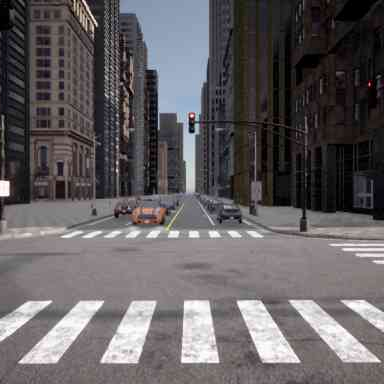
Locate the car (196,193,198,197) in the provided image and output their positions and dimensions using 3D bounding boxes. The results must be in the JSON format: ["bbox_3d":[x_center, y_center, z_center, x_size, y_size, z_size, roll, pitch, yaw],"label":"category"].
[{"bbox_3d":[2.740,1.560,87.367,1.752,1.417,4.829,0,0,0],"label":"car"}]

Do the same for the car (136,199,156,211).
[{"bbox_3d":[-5.775,1.571,42.062,1.947,1.339,4.313,0,0,0],"label":"car"}]

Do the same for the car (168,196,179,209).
[{"bbox_3d":[-3.087,1.553,42.902,2.033,1.411,5.357,0,0,0],"label":"car"}]

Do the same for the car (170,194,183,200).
[{"bbox_3d":[-3.029,1.501,53.015,2.128,1.511,4.902,0,0,0],"label":"car"}]

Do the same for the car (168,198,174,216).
[{"bbox_3d":[-3.100,1.604,33.148,1.895,1.301,4.718,0,0,0],"label":"car"}]

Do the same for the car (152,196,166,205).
[{"bbox_3d":[-5.779,1.452,58.983,1.967,1.590,4.097,0,0,0],"label":"car"}]

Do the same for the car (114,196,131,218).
[{"bbox_3d":[-5.772,1.317,30.780,2.192,1.841,5.009,0,0,0],"label":"car"}]

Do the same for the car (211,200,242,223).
[{"bbox_3d":[2.754,1.552,25.150,2.008,1.369,4.403,0,0,0],"label":"car"}]

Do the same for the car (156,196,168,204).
[{"bbox_3d":[-5.780,1.541,64.454,1.752,1.417,4.829,0,0,0],"label":"car"}]

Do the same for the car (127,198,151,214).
[{"bbox_3d":[-5.774,1.444,36.421,1.967,1.590,4.097,0,0,0],"label":"car"}]

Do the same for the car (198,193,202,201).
[{"bbox_3d":[2.745,1.456,64.635,1.967,1.590,4.097,0,0,0],"label":"car"}]

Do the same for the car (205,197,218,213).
[{"bbox_3d":[2.752,1.554,36.432,2.008,1.369,4.403,0,0,0],"label":"car"}]

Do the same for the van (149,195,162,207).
[{"bbox_3d":[-5.778,1.350,53.342,1.690,1.788,3.998,0,0,0],"label":"van"}]

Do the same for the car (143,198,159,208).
[{"bbox_3d":[-5.776,1.589,47.702,1.802,1.307,4.206,0,0,0],"label":"car"}]

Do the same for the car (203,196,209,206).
[{"bbox_3d":[2.751,1.550,42.072,1.887,1.381,4.507,0,0,0],"label":"car"}]

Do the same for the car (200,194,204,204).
[{"bbox_3d":[2.748,1.449,53.354,1.967,1.590,4.097,0,0,0],"label":"car"}]

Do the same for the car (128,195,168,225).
[{"bbox_3d":[-3.034,1.353,24.015,2.097,1.767,4.553,0,0,-2],"label":"car"}]

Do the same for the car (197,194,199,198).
[{"bbox_3d":[2.743,1.569,75.915,1.887,1.381,4.507,0,0,0],"label":"car"}]

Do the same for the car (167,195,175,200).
[{"bbox_3d":[-5.787,1.566,92.658,1.752,1.417,4.829,0,0,0],"label":"car"}]

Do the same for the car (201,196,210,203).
[{"bbox_3d":[2.744,1.545,70.445,1.752,1.417,4.829,0,0,0],"label":"car"}]
